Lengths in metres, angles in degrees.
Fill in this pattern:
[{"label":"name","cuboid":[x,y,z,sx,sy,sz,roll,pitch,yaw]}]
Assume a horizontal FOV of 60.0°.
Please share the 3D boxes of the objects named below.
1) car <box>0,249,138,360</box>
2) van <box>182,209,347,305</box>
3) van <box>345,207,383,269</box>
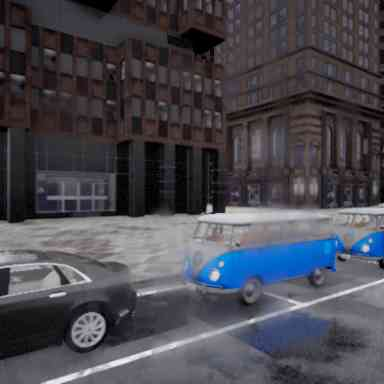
[{"label":"car","cuboid":[-2.916,1.552,4.568,4.403,1.369,2.008,0,0,-36]},{"label":"van","cuboid":[1.704,1.380,7.871,3.998,1.788,1.690,0,0,-36]},{"label":"van","cuboid":[6.323,1.418,11.172,3.998,1.788,1.690,0,0,-36]}]
